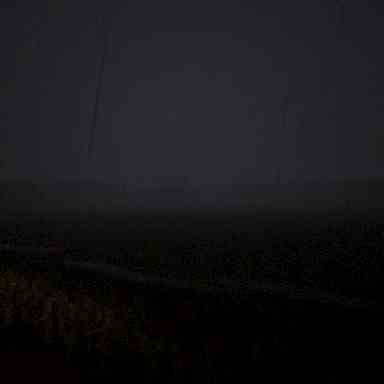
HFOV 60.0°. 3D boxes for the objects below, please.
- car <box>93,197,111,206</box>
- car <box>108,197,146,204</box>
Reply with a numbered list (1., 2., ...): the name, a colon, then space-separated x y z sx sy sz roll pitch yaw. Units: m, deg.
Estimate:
1. car: -12.436 1.604 49.450 2.097 1.767 4.553 -1 0 36
2. car: -9.117 1.765 48.744 2.033 1.411 5.357 -1 0 35
